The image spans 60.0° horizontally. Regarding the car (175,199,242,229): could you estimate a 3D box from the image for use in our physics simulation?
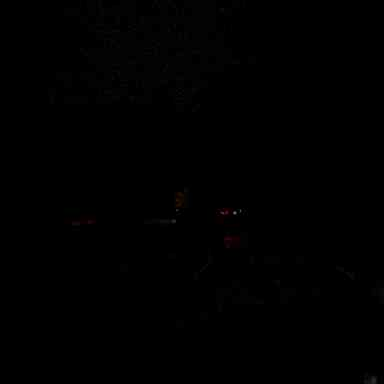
[{"bbox_3d":[1.099,1.512,24.247,2.150,2.045,5.566,2,-1,-41],"label":"car"}]
